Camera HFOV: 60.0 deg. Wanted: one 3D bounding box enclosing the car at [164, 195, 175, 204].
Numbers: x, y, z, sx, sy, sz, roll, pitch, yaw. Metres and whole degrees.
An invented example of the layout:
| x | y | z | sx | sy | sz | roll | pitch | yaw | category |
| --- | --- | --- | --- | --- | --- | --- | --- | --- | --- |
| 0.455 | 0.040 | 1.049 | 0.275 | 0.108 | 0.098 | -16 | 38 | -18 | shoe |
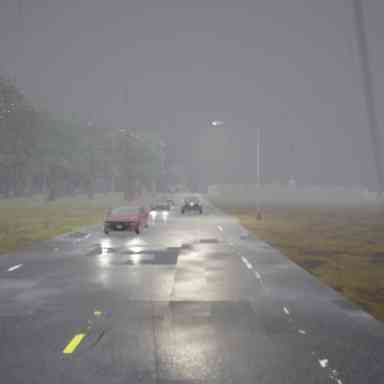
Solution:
| x | y | z | sx | sy | sz | roll | pitch | yaw | category |
| --- | --- | --- | --- | --- | --- | --- | --- | --- | --- |
| -3.519 | 1.110 | 50.193 | 2.033 | 1.411 | 5.357 | 0 | 0 | 0 | car |

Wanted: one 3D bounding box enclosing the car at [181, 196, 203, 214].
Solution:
| x | y | z | sx | sy | sz | roll | pitch | yaw | category |
| --- | --- | --- | --- | --- | --- | --- | --- | --- | --- |
| -0.013 | 1.227 | 34.173 | 2.097 | 1.767 | 4.553 | 0 | 0 | 0 | car |

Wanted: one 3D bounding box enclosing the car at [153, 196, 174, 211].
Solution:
| x | y | z | sx | sy | sz | roll | pitch | yaw | category |
| --- | --- | --- | --- | --- | --- | --- | --- | --- | --- |
| -3.515 | 1.448 | 38.382 | 1.994 | 1.385 | 4.181 | 0 | 0 | 0 | car |

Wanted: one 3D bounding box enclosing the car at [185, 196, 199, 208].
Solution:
| x | y | z | sx | sy | sz | roll | pitch | yaw | category |
| --- | --- | --- | --- | --- | --- | --- | --- | --- | --- |
| 0.002 | 1.302 | 45.916 | 1.837 | 1.490 | 4.892 | 0 | 1 | 0 | car |

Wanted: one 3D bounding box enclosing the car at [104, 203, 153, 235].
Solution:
| x | y | z | sx | sy | sz | roll | pitch | yaw | category |
| --- | --- | --- | --- | --- | --- | --- | --- | --- | --- |
| -3.603 | 1.446 | 18.967 | 1.882 | 1.535 | 5.008 | 0 | 0 | 0 | car |
